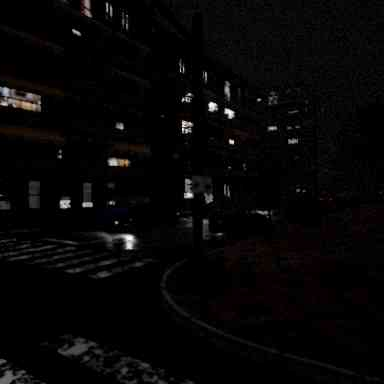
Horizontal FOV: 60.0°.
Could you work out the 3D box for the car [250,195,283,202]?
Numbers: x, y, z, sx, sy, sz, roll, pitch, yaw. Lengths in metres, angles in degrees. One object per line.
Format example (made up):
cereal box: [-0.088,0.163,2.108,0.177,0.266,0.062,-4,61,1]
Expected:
car: [8.389,1.178,35.998,1.895,1.301,4.718,0,1,35]

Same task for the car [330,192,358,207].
car: [18.248,0.987,40.093,2.008,1.369,4.403,1,1,35]

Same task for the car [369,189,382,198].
car: [34.054,0.579,63.018,2.008,1.369,4.403,1,1,35]

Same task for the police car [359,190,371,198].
police car: [36.565,0.349,70.213,1.930,1.638,5.238,0,1,32]

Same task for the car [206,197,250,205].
car: [2.647,1.205,27.679,1.882,1.535,5.008,0,1,34]

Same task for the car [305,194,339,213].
car: [11.926,1.152,30.922,2.008,1.369,4.403,1,1,35]

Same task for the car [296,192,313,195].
car: [17.672,0.850,54.021,1.947,1.339,4.313,1,1,35]

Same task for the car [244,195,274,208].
car: [8.189,1.096,40.266,1.947,1.339,4.313,1,1,35]

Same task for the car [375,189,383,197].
car: [43.537,0.226,76.770,1.967,1.590,4.097,1,1,35]

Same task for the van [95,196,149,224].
van: [-4.454,1.203,21.922,1.690,1.788,3.998,1,1,35]

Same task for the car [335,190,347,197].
car: [36.638,0.342,81.530,1.887,1.381,4.507,1,1,35]

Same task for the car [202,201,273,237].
car: [2.444,1.416,17.169,1.947,1.339,4.313,1,1,35]

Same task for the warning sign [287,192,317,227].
warning sign: [6.054,0.918,18.264,1.300,1.860,1.060,-1,-1,35]

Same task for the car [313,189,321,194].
car: [20.737,0.730,58.465,1.752,1.417,4.829,1,1,35]

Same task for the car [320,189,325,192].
car: [23.996,0.436,63.186,2.192,1.841,5.009,1,1,35]

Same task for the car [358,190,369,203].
car: [24.668,0.795,49.403,1.752,1.417,4.829,1,1,35]

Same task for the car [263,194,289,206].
car: [11.350,0.999,44.850,2.008,1.369,4.403,1,1,35]

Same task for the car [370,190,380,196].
car: [45.769,0.199,83.184,1.837,1.490,4.892,0,1,35]

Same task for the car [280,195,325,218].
car: [8.765,1.228,26.337,1.887,1.381,4.507,1,1,35]

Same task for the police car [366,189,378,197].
police car: [42.364,0.204,78.362,1.930,1.638,5.238,0,1,34]

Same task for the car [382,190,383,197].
car: [37.215,0.498,67.602,2.008,1.369,4.403,1,1,35]

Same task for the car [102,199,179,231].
car: [-2.698,1.372,19.933,1.837,1.490,4.892,0,1,35]

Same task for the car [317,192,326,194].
car: [18.744,0.972,45.399,1.895,1.301,4.718,0,1,34]

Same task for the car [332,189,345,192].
car: [24.535,0.699,53.802,1.882,1.535,5.008,0,1,35]
